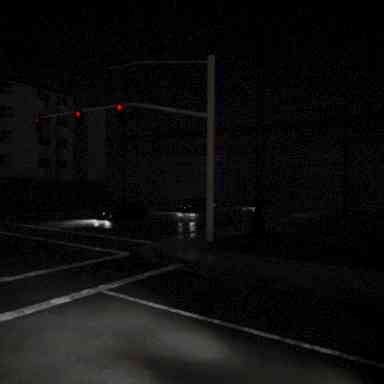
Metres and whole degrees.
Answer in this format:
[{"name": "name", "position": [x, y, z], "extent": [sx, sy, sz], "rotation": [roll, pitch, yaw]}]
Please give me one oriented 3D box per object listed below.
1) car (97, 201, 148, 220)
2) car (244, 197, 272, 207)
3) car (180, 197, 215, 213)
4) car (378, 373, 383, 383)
[{"name": "car", "position": [-5.394, 1.419, 26.266], "extent": [1.994, 1.385, 4.181], "rotation": [1, 1, 34]}, {"name": "car", "position": [9.258, 1.358, 46.233], "extent": [4.674, 1.442, 1.812], "rotation": [0, 0, -40]}, {"name": "car", "position": [0.653, 1.347, 35.067], "extent": [1.837, 1.490, 4.892], "rotation": [1, 0, 35]}, {"name": "car", "position": [3.492, 1.600, 1.468], "extent": [4.718, 1.301, 1.895], "rotation": [0, 0, 36]}]
